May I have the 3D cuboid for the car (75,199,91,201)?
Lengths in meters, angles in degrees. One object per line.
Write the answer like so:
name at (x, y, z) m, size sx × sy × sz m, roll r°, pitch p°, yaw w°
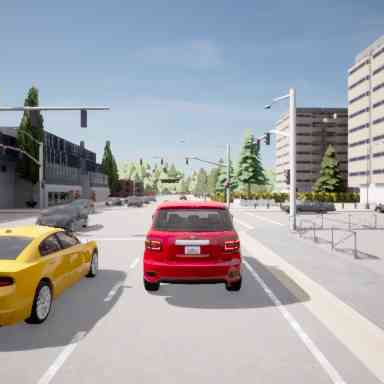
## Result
car at (-11.407, 1.506, 34.476) m, size 1.837 × 1.490 × 4.892 m, roll 0°, pitch 0°, yaw -2°

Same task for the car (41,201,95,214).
car at (-7.378, 1.505, 19.348) m, size 1.837 × 1.490 × 4.892 m, roll 0°, pitch 0°, yaw -2°

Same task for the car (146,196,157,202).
car at (-8.978, 1.535, 74.042) m, size 2.033 × 1.411 × 5.357 m, roll 0°, pitch 0°, yaw -2°

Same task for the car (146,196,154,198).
car at (-8.658, 1.491, 59.884) m, size 2.128 × 1.511 × 4.902 m, roll 0°, pitch 0°, yaw -1°

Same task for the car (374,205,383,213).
car at (22.166, 1.547, 34.908) m, size 5.357 × 1.411 × 2.033 m, roll 0°, pitch 0°, yaw -2°

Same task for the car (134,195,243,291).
car at (0.016, 1.221, 9.135) m, size 2.150 × 2.045 × 5.566 m, roll 0°, pitch 0°, yaw 0°

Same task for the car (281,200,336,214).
car at (12.083, 1.547, 34.603) m, size 5.357 × 1.411 × 2.033 m, roll 0°, pitch 0°, yaw -2°

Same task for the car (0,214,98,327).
car at (-3.478, 1.478, 7.147) m, size 1.882 × 1.535 × 5.008 m, roll 0°, pitch 0°, yaw 0°

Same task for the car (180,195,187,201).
car at (-2.338, 1.524, 87.216) m, size 1.812 × 1.442 × 4.674 m, roll 0°, pitch 0°, yaw -2°

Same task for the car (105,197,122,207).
car at (-11.938, 1.490, 50.977) m, size 2.128 × 1.511 × 4.902 m, roll 0°, pitch 0°, yaw -1°

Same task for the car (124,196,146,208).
car at (-8.391, 1.505, 49.302) m, size 1.837 × 1.490 × 4.892 m, roll 0°, pitch 0°, yaw -2°

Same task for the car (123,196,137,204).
car at (-12.274, 1.546, 66.362) m, size 2.033 × 1.411 × 5.357 m, roll 0°, pitch 0°, yaw -1°
